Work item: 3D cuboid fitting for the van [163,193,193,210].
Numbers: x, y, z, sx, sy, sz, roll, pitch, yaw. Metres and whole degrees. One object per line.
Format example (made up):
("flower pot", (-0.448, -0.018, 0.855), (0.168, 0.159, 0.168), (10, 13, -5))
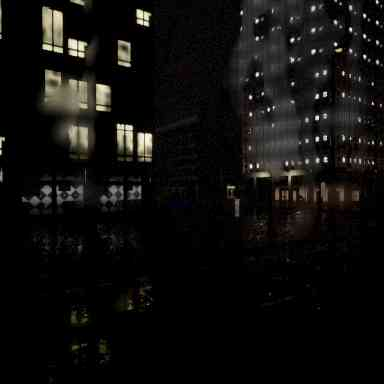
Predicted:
("van", (-1.474, 1.210, 40.252), (1.690, 1.788, 3.998), (0, 0, -34))

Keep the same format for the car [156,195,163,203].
("car", (-3.883, 1.035, 58.707), (2.192, 1.841, 5.009), (0, 0, -34))

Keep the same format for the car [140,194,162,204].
("car", (-7.316, 1.208, 59.139), (1.882, 1.535, 5.008), (-1, 0, -34))

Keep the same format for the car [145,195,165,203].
("car", (-6.996, 1.238, 63.289), (1.887, 1.381, 4.507), (0, 0, -34))

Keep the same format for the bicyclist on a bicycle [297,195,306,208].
("bicyclist on a bicycle", (12.917, 1.117, 39.213), (1.656, 1.620, 0.582), (-1, 1, -34))
